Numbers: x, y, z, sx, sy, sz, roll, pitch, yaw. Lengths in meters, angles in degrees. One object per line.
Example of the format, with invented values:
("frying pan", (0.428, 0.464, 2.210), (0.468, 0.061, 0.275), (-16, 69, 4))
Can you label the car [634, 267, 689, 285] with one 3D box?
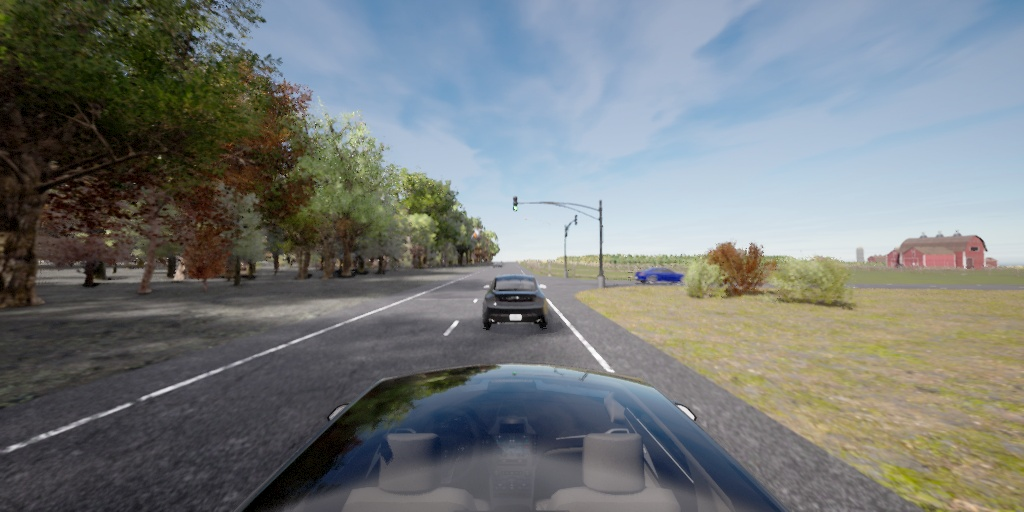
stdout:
("car", (13.012, 1.714, 31.048), (4.674, 1.442, 1.812), (1, -3, -3))

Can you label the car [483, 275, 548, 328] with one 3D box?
("car", (0.098, 1.362, 11.780), (1.837, 1.490, 4.892), (0, 0, 0))
